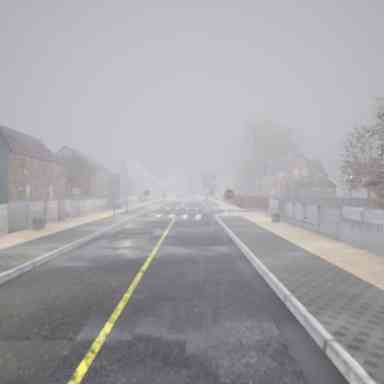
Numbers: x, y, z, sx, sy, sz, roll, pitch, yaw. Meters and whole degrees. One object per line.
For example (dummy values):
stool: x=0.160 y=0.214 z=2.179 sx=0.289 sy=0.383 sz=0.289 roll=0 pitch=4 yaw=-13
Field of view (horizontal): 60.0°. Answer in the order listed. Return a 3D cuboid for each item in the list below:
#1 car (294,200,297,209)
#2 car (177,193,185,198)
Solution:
car: x=11.521 y=1.561 z=33.921 sx=4.674 sy=1.442 sz=1.812 roll=1 pitch=-1 yaw=-1
car: x=-2.771 y=0.851 z=83.171 sx=1.994 sy=1.385 sz=4.181 roll=0 pitch=0 yaw=0
